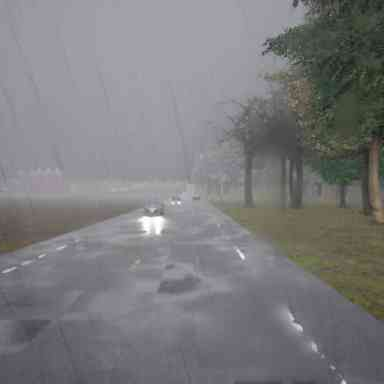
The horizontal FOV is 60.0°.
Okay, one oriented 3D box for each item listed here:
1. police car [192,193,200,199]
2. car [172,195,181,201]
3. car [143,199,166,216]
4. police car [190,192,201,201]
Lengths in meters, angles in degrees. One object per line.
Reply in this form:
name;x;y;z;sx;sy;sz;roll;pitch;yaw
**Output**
police car;1.100;1.149;92.809;1.930;1.638;5.238;0;0;0
car;-3.461;1.375;73.444;1.895;1.301;4.718;0;0;0
car;-3.577;1.446;32.436;2.128;1.511;4.902;0;0;0
police car;1.091;1.226;76.807;1.930;1.638;5.238;0;0;0
